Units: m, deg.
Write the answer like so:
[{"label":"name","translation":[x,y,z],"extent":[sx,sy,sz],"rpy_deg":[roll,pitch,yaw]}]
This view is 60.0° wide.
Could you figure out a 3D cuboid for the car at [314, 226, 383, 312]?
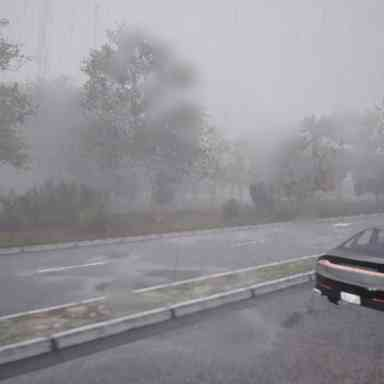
[{"label":"car","translation":[4.453,1.424,6.614],"extent":[4.902,1.511,2.128],"rpy_deg":[-1,0,-35]}]
